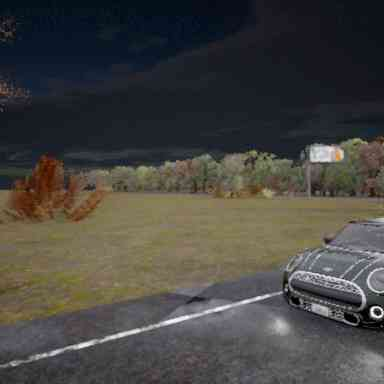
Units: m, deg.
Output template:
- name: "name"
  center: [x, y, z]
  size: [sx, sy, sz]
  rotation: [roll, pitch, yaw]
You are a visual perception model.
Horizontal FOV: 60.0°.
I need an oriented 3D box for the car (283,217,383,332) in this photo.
- name: "car"
  center: [3.949, 1.349, 6.809]
  size: [4.553, 1.767, 2.097]
  rotation: [0, 0, -36]
